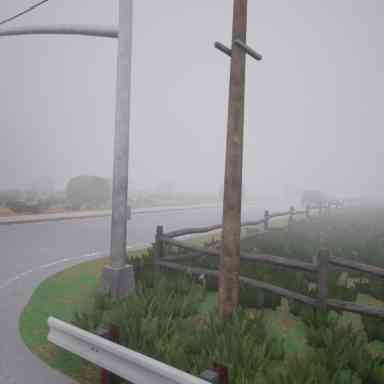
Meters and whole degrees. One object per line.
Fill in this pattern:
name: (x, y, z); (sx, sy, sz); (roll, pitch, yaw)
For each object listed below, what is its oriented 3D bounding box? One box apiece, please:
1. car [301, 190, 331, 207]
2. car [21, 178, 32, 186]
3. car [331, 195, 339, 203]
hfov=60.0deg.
car: (15.383, 0.808, 41.847); (2.150, 2.045, 5.566); (3, 2, 34)
car: (-39.212, -2.341, 79.241); (1.905, 1.878, 3.866); (8, 2, -13)
car: (21.133, 1.130, 50.746); (1.994, 1.385, 4.181); (3, 2, 33)
